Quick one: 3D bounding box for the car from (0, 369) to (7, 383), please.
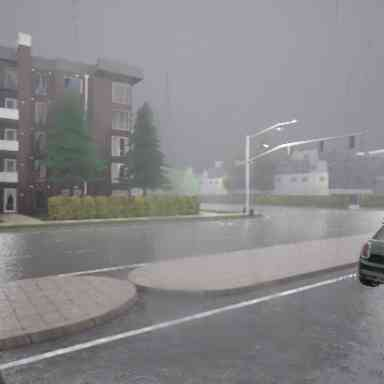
[{"bbox_3d":[-3.611,1.528,1.172,5.357,1.411,2.033,1,0,-35],"label":"car"}]

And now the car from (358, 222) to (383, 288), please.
[{"bbox_3d":[6.169,1.431,8.289,4.553,1.767,2.097,1,0,-36],"label":"car"}]
